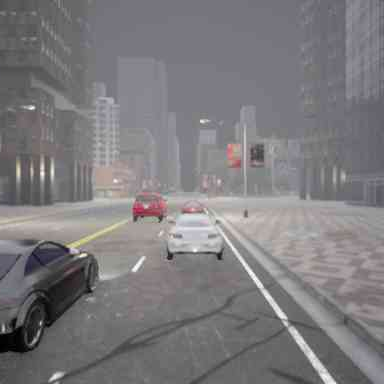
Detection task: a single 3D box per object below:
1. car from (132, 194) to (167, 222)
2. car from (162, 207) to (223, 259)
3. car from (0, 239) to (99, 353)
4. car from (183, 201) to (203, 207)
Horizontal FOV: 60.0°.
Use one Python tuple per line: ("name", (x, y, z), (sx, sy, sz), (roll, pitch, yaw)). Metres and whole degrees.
("car", (-3.169, 1.134, 25.661), (2.150, 2.045, 5.566), (0, 0, 0))
("car", (0.091, 1.487, 12.344), (1.812, 1.442, 4.674), (0, 0, 0))
("car", (-3.155, 1.546, 6.097), (1.994, 1.385, 4.181), (0, 0, 0))
("car", (0.078, 1.461, 30.035), (1.994, 1.385, 4.181), (0, 0, 0))
